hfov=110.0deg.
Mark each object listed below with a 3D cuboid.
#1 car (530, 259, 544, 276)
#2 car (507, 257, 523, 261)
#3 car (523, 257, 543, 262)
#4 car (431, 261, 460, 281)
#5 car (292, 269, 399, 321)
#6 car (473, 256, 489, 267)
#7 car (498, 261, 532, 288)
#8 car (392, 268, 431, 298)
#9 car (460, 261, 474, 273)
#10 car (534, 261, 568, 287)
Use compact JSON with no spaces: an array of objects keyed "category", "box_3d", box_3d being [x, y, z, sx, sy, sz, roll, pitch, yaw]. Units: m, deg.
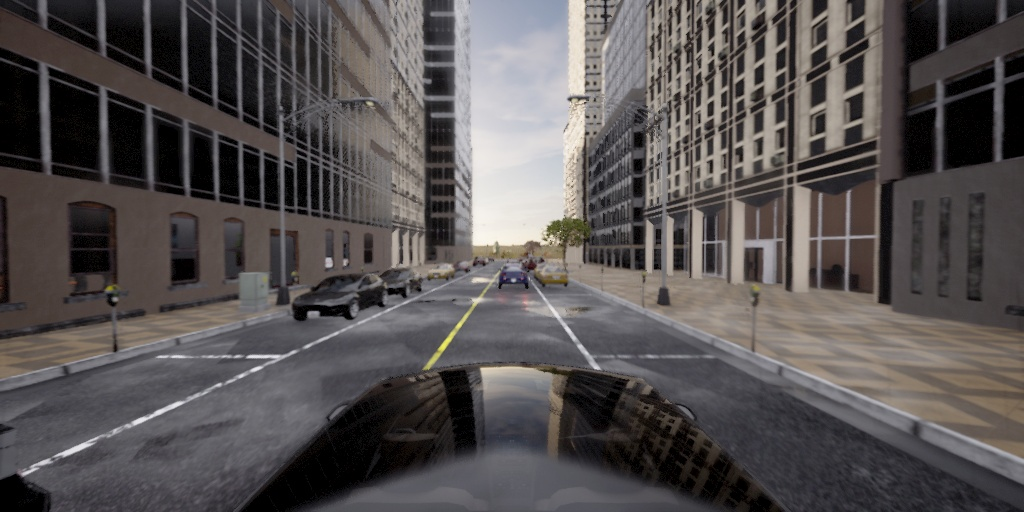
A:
[{"category":"car","box_3d":[2.683,1.212,29.626,1.751,1.417,4.829,0,0,0]},{"category":"car","box_3d":[0.087,1.137,44.870,2.128,1.511,4.902,0,0,0]},{"category":"car","box_3d":[2.680,0.971,40.806,2.192,1.841,5.009,0,0,0]},{"category":"car","box_3d":[-5.698,1.215,29.338,1.751,1.417,4.829,0,0,0]},{"category":"car","box_3d":[-5.693,1.297,12.485,1.948,1.339,4.313,0,0,0]},{"category":"car","box_3d":[-5.708,0.899,63.556,2.192,1.841,5.009,0,0,0]},{"category":"car","box_3d":[0.094,1.229,23.220,1.812,1.442,4.674,0,0,0]},{"category":"car","box_3d":[-5.695,1.284,18.159,1.948,1.339,4.313,0,0,0]},{"category":"car","box_3d":[-5.701,1.241,40.857,1.802,1.307,4.207,0,0,0]},{"category":"car","box_3d":[2.685,1.227,23.952,1.751,1.417,4.829,0,0,0]}]
